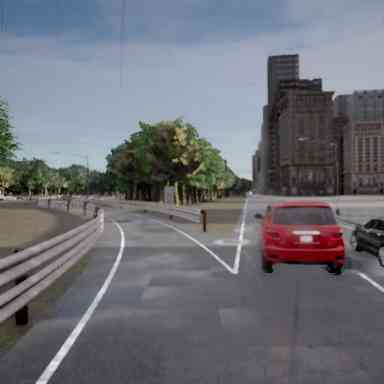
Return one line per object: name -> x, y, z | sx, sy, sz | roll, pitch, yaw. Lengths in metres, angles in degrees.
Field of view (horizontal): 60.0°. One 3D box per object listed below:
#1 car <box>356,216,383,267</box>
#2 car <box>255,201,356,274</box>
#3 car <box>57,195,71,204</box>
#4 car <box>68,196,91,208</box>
car -> 6.952, 1.572, 11.368 | 1.837, 1.490, 4.892 | 0, 0, 10
car -> 3.354, 1.312, 11.118 | 2.150, 2.045, 5.566 | -1, -1, 10
car -> -23.004, 1.498, 60.281 | 2.150, 2.045, 5.566 | 0, 0, -29
car -> -17.191, 1.803, 51.808 | 1.837, 1.490, 4.892 | 0, 0, -36
